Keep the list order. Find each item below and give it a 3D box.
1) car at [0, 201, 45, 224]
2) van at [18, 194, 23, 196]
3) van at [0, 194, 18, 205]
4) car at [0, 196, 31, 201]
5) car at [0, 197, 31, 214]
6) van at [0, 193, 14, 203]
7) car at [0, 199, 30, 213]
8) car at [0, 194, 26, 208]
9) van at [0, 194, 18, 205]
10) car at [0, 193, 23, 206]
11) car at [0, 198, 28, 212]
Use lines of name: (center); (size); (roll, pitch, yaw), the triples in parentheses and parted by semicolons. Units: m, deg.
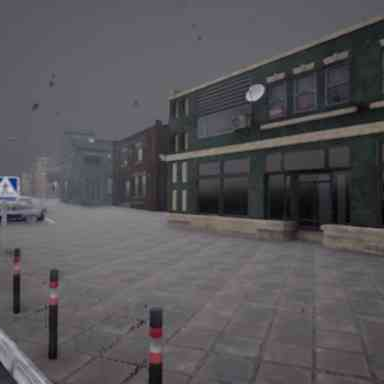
car: (-13.324, 1.632, 24.190); (4.792, 1.488, 2.163); (1, -1, -30)
van: (-17.575, 1.384, 31.370); (4.442, 1.987, 1.878); (1, 0, -30)
van: (-32.824, 1.281, 57.726); (4.442, 1.987, 1.878); (1, 0, -30)
car: (-15.992, 1.487, 28.926); (4.553, 1.767, 2.185); (1, -1, -30)
car: (-20.171, 1.470, 36.148); (4.553, 1.767, 2.185); (1, 0, -30)
van: (-41.174, 1.270, 72.157); (4.442, 1.987, 1.878); (1, -1, -30)
car: (-21.659, 1.583, 38.643); (5.008, 1.535, 2.097); (1, 0, -30)
car: (-27.242, 1.288, 48.255); (5.566, 2.045, 2.435); (1, 0, -30)
van: (-34.012, 1.281, 60.246); (4.442, 1.987, 1.878); (1, 0, -30)
car: (-31.305, 1.265, 55.392); (5.566, 2.045, 2.435); (1, 0, -30)
car: (-22.978, 1.574, 40.946); (4.892, 1.521, 2.231); (1, 0, -30)
